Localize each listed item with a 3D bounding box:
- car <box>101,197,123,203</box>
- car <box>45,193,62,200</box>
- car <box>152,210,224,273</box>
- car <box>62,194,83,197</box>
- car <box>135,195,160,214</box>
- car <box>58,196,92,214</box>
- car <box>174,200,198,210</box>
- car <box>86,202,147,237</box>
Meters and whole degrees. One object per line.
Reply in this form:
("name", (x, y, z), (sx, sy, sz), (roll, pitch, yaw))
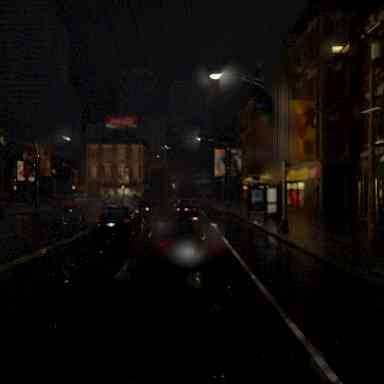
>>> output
("car", (-8.141, 1.279, 34.109), (2.128, 1.511, 4.902), (0, 0, -6))
("car", (-30.824, 1.062, 74.995), (4.674, 1.452, 2.002), (0, 0, 18))
("car", (-0.128, 1.497, 10.490), (1.994, 1.385, 4.181), (0, 0, -1))
("car", (-25.475, 1.146, 72.937), (4.718, 1.301, 1.895), (0, 0, 28))
("car", (-4.273, 1.297, 32.871), (1.837, 1.490, 4.892), (0, 0, -4))
("car", (-11.427, 1.396, 33.137), (1.895, 1.301, 4.718), (0, 0, -5))
("car", (-0.490, 1.370, 27.870), (2.033, 1.411, 5.357), (0, 0, -1))
("car", (-3.752, 1.455, 17.261), (1.994, 1.385, 4.181), (0, 0, -1))
